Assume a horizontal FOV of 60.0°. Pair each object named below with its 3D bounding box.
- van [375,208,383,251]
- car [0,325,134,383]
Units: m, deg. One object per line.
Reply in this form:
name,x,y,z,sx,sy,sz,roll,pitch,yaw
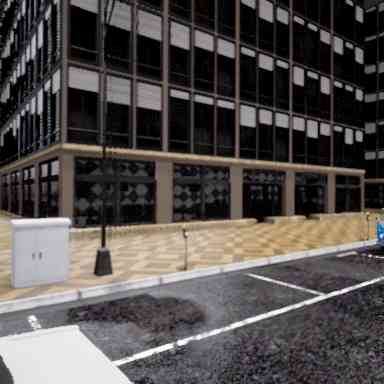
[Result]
van,8.775,1.391,12.962,3.998,1.788,1.690,0,0,-36
car,-2.563,1.604,1.495,4.718,1.301,1.895,0,0,-37
